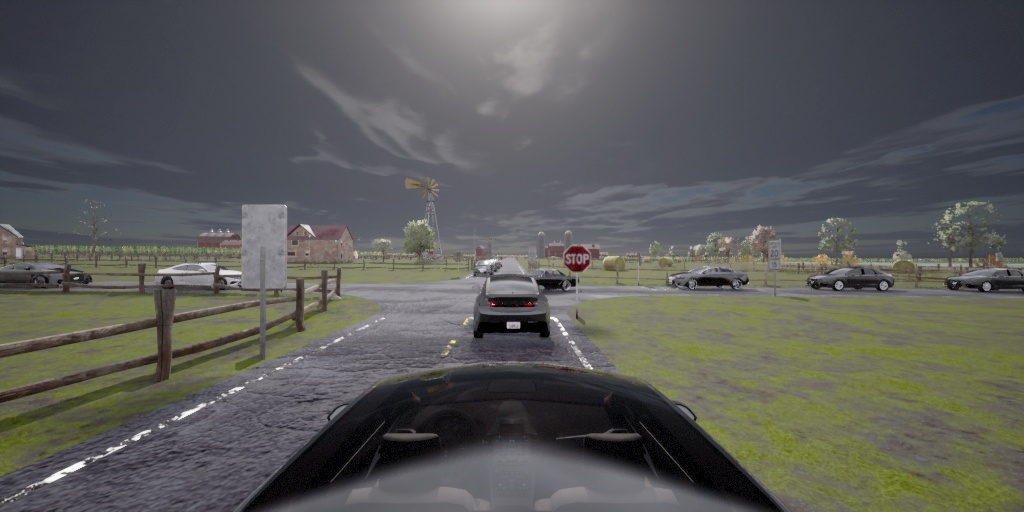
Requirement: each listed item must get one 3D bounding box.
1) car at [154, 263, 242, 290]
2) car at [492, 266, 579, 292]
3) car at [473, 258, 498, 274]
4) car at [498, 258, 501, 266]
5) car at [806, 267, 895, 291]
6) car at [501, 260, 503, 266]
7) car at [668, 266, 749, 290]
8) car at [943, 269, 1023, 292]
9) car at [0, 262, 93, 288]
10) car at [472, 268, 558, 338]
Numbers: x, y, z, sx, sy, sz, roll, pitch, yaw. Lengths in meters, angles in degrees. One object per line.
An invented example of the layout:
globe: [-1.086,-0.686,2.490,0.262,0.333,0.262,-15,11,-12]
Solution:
car: [-17.244,1.103,20.149,4.674,1.442,1.812,1,-1,-1]
car: [1.499,1.369,20.239,4.718,1.301,1.895,1,0,-35]
car: [-2.860,1.243,36.879,2.128,1.511,4.902,0,0,0]
car: [-2.853,1.241,46.325,2.128,1.511,4.902,0,0,0]
car: [22.199,1.499,23.639,4.892,1.490,1.837,1,-1,-1]
car: [-2.823,1.240,55.867,2.128,1.511,4.902,0,0,0]
car: [12.797,1.397,23.468,4.902,1.511,2.128,1,-1,-2]
car: [31.702,1.587,23.760,4.892,1.490,1.837,1,-1,-1]
car: [-26.364,1.048,20.027,4.181,1.385,1.994,1,-1,-1]
car: [-0.074,1.256,10.193,1.837,1.490,4.892,0,0,-3]
